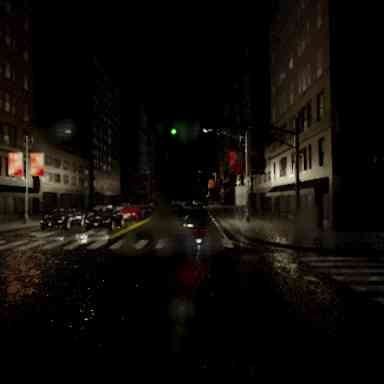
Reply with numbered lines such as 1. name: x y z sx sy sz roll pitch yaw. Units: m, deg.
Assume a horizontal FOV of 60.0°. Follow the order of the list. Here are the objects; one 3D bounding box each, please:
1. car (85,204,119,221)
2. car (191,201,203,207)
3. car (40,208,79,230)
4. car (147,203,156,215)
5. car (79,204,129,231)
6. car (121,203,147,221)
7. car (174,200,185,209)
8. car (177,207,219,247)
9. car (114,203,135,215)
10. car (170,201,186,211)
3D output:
1. car: -9.301 2.064 34.851 2.128 1.511 4.902 0 -1 1
2. car: 0.793 2.254 54.784 2.128 1.511 4.902 0 -1 1
3. car: -9.488 1.946 24.724 1.837 1.490 4.892 0 -1 1
4. car: -5.871 2.213 43.705 2.033 1.411 5.357 0 -1 1
5. car: -6.250 1.917 24.223 1.837 1.490 4.892 0 -1 1
6. car: -6.088 2.056 33.244 1.812 1.442 4.674 0 -1 1
7. car: -2.314 2.381 64.457 1.882 1.535 5.008 0 -1 1
8. car: 0.326 1.813 16.851 1.837 1.490 4.892 -1 1 1
9. car: -9.102 2.231 45.062 1.812 1.442 4.674 0 -1 1
10. car: -2.468 2.267 54.042 2.128 1.511 4.902 0 -1 1
